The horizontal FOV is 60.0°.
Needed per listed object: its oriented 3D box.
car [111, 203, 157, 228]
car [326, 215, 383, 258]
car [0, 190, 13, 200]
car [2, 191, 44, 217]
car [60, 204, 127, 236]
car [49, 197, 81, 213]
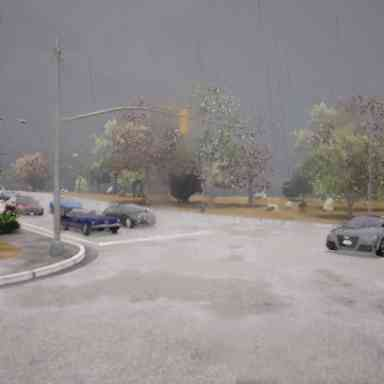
[{"bbox_3d":[-4.285,1.536,22.552,1.837,1.490,4.892,0,1,-42],"label":"car"},{"bbox_3d":[7.133,1.625,13.173,4.181,1.385,1.994,0,0,-38],"label":"car"},{"bbox_3d":[-25.058,0.496,45.953,2.033,1.411,5.357,0,3,-41],"label":"car"},{"bbox_3d":[-14.489,1.136,28.738,2.097,1.767,4.553,0,2,-42],"label":"car"},{"bbox_3d":[-5.913,1.636,19.100,1.895,1.301,4.718,0,0,-41],"label":"car"},{"bbox_3d":[-11.583,1.287,30.739,1.882,1.535,5.008,0,2,-41],"label":"car"}]
